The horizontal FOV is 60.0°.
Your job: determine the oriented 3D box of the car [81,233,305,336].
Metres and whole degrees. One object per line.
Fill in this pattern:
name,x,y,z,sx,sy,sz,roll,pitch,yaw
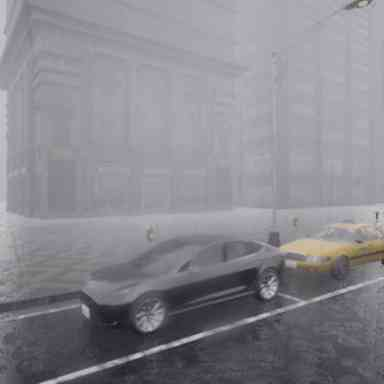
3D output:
car,0.045,1.563,6.683,4.313,1.339,1.947,0,0,-36

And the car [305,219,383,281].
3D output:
car,4.499,1.519,9.860,4.829,1.417,1.752,0,0,-36
